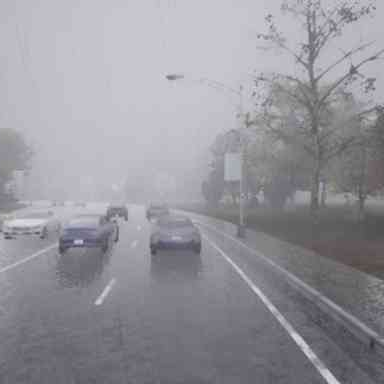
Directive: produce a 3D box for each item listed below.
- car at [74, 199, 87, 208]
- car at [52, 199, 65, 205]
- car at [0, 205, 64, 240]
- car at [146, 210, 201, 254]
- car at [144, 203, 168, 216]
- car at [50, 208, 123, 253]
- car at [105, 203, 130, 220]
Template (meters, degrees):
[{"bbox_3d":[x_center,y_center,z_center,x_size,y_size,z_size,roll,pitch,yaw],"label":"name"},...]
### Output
[{"bbox_3d":[-19.500,1.942,58.020,1.812,1.442,4.674,0,0,-23],"label":"car"},{"bbox_3d":[-22.986,1.902,57.208,2.128,1.511,4.902,0,0,-23],"label":"car"},{"bbox_3d":[-8.424,1.664,18.007,1.812,1.442,4.674,0,0,-8],"label":"car"},{"bbox_3d":[-0.754,1.663,14.076,1.994,1.385,4.181,0,0,-5],"label":"car"},{"bbox_3d":[-3.216,1.706,30.221,2.128,1.511,4.902,0,0,-11],"label":"car"},{"bbox_3d":[-4.251,1.632,14.166,1.812,1.442,4.674,0,0,-5],"label":"car"},{"bbox_3d":[-6.771,1.723,30.177,1.837,1.490,4.892,0,0,-12],"label":"car"}]
